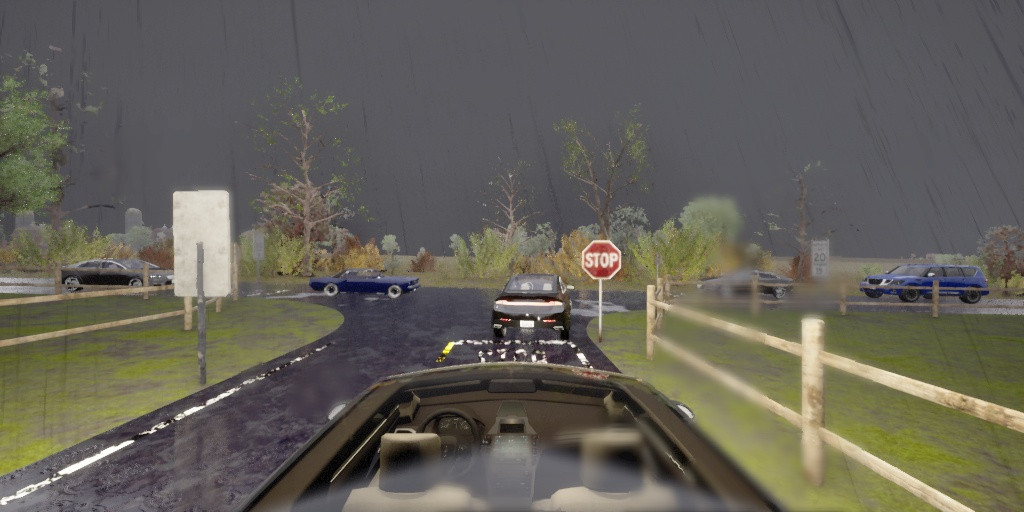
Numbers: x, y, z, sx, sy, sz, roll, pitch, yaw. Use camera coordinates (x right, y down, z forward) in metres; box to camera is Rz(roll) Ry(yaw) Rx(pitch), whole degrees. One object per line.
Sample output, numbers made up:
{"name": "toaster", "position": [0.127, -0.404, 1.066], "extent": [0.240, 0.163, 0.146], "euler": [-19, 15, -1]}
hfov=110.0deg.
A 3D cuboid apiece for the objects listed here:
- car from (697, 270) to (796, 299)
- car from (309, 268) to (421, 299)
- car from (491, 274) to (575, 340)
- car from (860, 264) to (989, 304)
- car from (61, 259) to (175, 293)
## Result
{"name": "car", "position": [13.000, 1.525, 20.017], "extent": [4.902, 1.511, 2.128], "euler": [1, 1, 0]}
{"name": "car", "position": [-6.825, 1.248, 17.087], "extent": [4.718, 1.301, 1.895], "euler": [1, 1, 0]}
{"name": "car", "position": [0.705, 1.240, 10.057], "extent": [2.128, 1.511, 4.902], "euler": [0, 0, 9]}
{"name": "car", "position": [22.896, 1.466, 20.008], "extent": [5.566, 2.045, 2.150], "euler": [1, 1, 0]}
{"name": "car", "position": [-18.493, 0.885, 17.101], "extent": [4.902, 1.511, 2.128], "euler": [1, 1, 0]}
